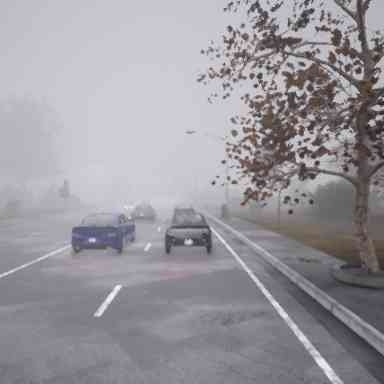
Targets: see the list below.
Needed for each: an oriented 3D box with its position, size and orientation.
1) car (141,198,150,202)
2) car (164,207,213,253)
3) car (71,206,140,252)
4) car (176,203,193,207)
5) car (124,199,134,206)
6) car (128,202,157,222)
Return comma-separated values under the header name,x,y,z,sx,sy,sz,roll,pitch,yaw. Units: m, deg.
name,x,y,z,sx,sy,sz,roll,pitch,yaw
car,-9.999,2.181,71.760,1.837,1.490,4.892,0,-1,-3
car,-0.169,1.631,14.455,2.128,1.511,4.902,0,0,-1
car,-3.671,1.618,14.552,1.882,1.535,5.008,0,0,-1
car,-0.717,1.762,29.726,1.882,1.535,5.008,0,0,-2
car,-13.494,2.205,71.565,2.128,1.511,4.902,0,-1,-3
car,-4.208,1.846,29.409,1.994,1.385,4.181,0,0,-2
